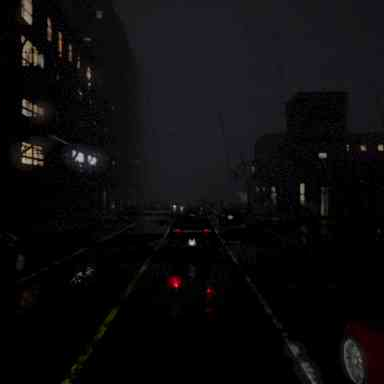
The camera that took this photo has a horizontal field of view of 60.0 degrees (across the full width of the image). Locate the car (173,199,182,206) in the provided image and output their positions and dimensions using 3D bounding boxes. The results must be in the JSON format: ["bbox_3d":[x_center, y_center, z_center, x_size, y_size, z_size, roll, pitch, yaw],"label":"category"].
[{"bbox_3d":[-2.983,2.206,71.770,1.837,1.490,4.892,0,-1,0],"label":"car"}]

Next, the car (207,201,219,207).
[{"bbox_3d":[2.688,1.855,30.885,2.008,1.369,4.403,-1,-1,0],"label":"car"}]

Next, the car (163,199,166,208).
[{"bbox_3d":[-5.687,2.094,53.625,1.947,1.339,4.313,-1,-1,0],"label":"car"}]

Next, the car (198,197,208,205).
[{"bbox_3d":[2.697,2.122,81.983,2.192,1.841,5.009,-1,-1,0],"label":"car"}]

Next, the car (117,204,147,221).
[{"bbox_3d":[-5.693,1.871,30.916,1.947,1.339,4.313,-1,-1,0],"label":"car"}]

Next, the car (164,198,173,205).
[{"bbox_3d":[-5.681,2.247,82.012,1.967,1.590,4.097,-1,-1,0],"label":"car"}]

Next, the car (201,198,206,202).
[{"bbox_3d":[2.692,1.999,48.087,1.752,1.417,4.829,-1,-1,0],"label":"car"}]

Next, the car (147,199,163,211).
[{"bbox_3d":[-5.688,2.054,47.947,1.802,1.307,4.206,-1,-1,0],"label":"car"}]

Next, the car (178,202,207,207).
[{"bbox_3d":[0.016,1.852,29.238,1.994,1.385,4.181,0,-1,0],"label":"car"}]

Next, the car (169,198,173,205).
[{"bbox_3d":[-5.685,2.136,70.657,1.967,1.590,4.097,-1,-1,0],"label":"car"}]

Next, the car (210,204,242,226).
[{"bbox_3d":[2.687,1.814,25.208,1.947,1.339,4.313,-1,-1,0],"label":"car"}]

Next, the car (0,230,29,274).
[{"bbox_3d":[-5.697,1.632,8.207,2.008,1.369,4.403,-1,-1,0],"label":"car"}]

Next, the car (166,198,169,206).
[{"bbox_3d":[-5.687,2.024,59.303,1.967,1.590,4.097,-1,-1,0],"label":"car"}]

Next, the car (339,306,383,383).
[{"bbox_3d":[2.682,1.608,2.499,1.802,1.307,4.206,-1,-1,0],"label":"car"}]

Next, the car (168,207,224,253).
[{"bbox_3d":[0.009,1.634,14.285,2.128,1.511,4.902,0,0,0],"label":"car"}]

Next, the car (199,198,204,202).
[{"bbox_3d":[2.695,2.149,59.271,1.947,1.339,4.313,-1,-1,0],"label":"car"}]

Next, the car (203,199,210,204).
[{"bbox_3d":[2.691,1.960,42.239,1.887,1.381,4.507,-1,-1,0],"label":"car"}]
